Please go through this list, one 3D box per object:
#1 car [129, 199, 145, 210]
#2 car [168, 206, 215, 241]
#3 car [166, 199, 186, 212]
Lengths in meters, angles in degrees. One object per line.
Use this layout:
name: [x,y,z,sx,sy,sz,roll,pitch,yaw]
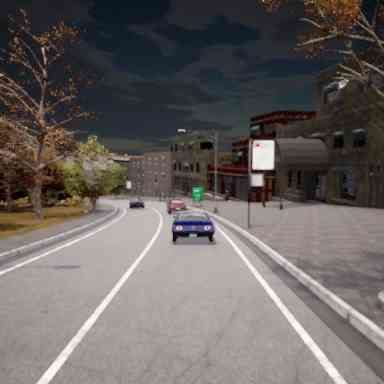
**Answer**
car: [-7.294,1.592,44.059,1.895,1.301,4.718,-1,0,-13]
car: [-0.024,1.567,16.413,1.895,1.301,4.718,0,0,-2]
car: [-1.667,1.446,34.229,1.812,1.442,4.674,-1,0,-8]
